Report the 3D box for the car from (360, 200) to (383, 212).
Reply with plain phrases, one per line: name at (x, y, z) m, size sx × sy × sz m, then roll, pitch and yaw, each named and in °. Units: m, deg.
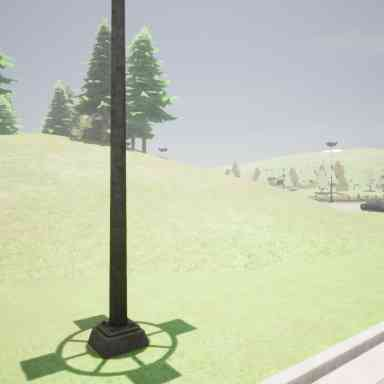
car at (21.226, 1.564, 38.040) m, size 1.994 × 1.385 × 4.181 m, roll 0°, pitch 0°, yaw -10°
